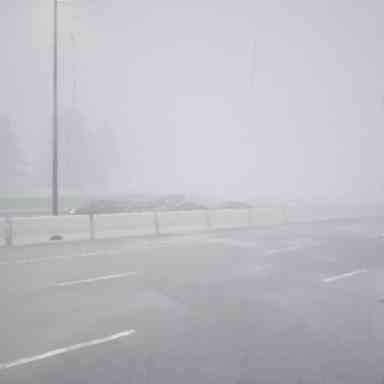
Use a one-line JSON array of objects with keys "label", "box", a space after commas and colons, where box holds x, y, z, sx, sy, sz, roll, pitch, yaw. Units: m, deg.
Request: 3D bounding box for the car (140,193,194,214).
[{"label": "car", "box": [-2.636, 1.181, 36.448, 5.566, 2.045, 2.150, -1, 1, -36]}]

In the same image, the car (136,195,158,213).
[{"label": "car", "box": [-2.557, 0.971, 27.830, 4.553, 1.767, 2.097, 0, 0, -35]}]

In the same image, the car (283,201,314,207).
[{"label": "car", "box": [12.511, 1.499, 38.584, 4.674, 1.442, 1.812, 0, 0, -35]}]

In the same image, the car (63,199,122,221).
[{"label": "car", "box": [-7.130, 1.319, 24.688, 4.553, 1.767, 2.097, 0, 0, -35]}]

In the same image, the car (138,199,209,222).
[{"label": "car", "box": [-1.044, 1.425, 24.606, 4.902, 1.511, 2.128, -4, 3, -36]}]

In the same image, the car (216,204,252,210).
[{"label": "car", "box": [3.083, 1.461, 27.654, 5.008, 1.535, 1.882, 1, -1, -35]}]
